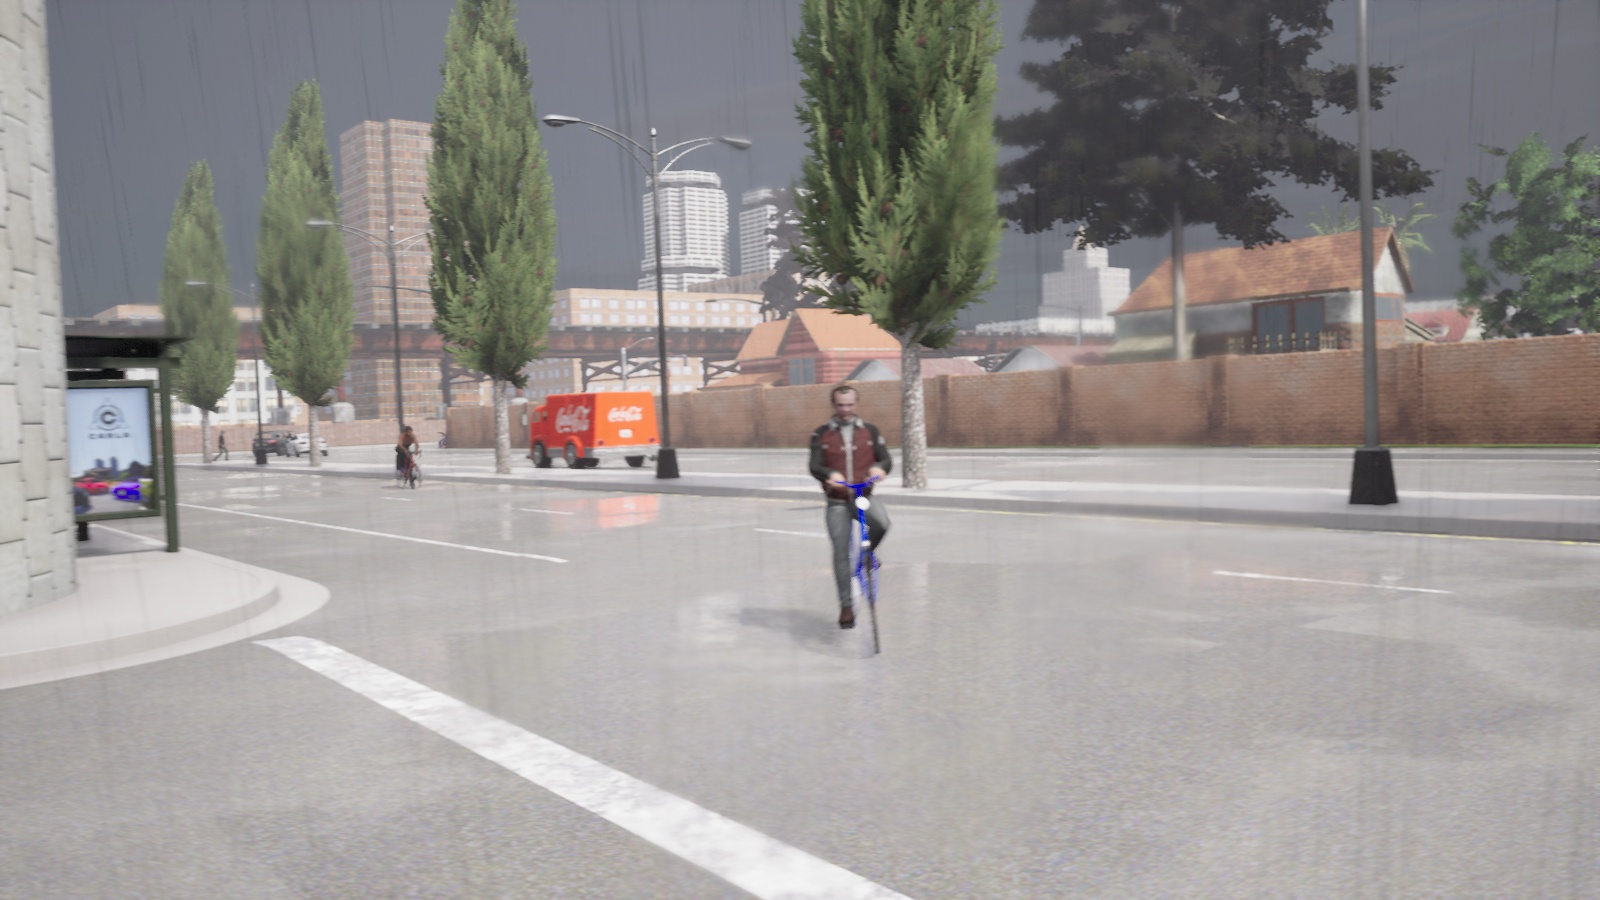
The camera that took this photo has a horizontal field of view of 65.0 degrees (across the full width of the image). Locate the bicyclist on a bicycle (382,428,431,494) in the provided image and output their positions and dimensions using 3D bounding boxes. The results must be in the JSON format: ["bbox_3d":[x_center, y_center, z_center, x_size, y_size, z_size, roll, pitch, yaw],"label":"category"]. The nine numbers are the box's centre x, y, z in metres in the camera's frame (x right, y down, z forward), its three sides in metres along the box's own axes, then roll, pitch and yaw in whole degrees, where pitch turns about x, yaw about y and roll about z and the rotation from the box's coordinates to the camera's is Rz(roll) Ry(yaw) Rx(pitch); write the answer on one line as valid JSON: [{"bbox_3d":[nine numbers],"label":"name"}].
[{"bbox_3d":[-10.009,0.262,31.917,0.582,1.620,1.656,-4,3,-38],"label":"bicyclist on a bicycle"}]

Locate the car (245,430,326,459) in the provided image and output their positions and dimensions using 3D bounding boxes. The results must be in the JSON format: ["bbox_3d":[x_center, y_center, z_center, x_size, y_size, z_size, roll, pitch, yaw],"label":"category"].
[{"bbox_3d":[-33.844,-0.387,82.722,2.242,1.667,4.611,-2,2,24],"label":"car"}]

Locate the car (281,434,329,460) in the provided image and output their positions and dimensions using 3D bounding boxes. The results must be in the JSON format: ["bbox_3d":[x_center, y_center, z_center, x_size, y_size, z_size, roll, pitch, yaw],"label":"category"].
[{"bbox_3d":[-30.219,-0.173,76.617,1.812,1.442,4.674,-4,2,-32],"label":"car"}]

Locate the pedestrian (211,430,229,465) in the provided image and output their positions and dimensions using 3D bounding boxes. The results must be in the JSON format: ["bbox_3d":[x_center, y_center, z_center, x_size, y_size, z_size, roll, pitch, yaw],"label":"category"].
[{"bbox_3d":[-31.409,-0.138,68.002,0.720,1.854,0.376,-4,2,-40],"label":"pedestrian"}]

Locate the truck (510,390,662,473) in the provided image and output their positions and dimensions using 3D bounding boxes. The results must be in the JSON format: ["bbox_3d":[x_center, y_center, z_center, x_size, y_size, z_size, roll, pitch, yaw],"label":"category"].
[{"bbox_3d":[-7.060,-0.585,41.061,2.627,2.467,5.204,-4,2,-38],"label":"truck"}]

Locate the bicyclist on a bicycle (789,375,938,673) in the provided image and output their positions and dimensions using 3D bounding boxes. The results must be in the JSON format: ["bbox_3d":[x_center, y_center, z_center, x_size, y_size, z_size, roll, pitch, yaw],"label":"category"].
[{"bbox_3d":[0.382,0.431,8.595,0.659,1.776,1.843,-4,2,-5],"label":"bicyclist on a bicycle"}]
